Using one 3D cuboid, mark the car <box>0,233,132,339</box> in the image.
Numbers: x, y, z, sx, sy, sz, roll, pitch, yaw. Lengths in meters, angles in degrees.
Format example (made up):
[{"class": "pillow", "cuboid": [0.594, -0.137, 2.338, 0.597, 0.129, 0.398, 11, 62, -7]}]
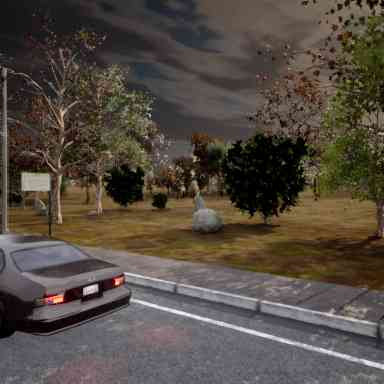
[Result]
[{"class": "car", "cuboid": [-3.596, 1.547, 6.571, 5.357, 1.411, 2.033, 0, 0, 36]}]
